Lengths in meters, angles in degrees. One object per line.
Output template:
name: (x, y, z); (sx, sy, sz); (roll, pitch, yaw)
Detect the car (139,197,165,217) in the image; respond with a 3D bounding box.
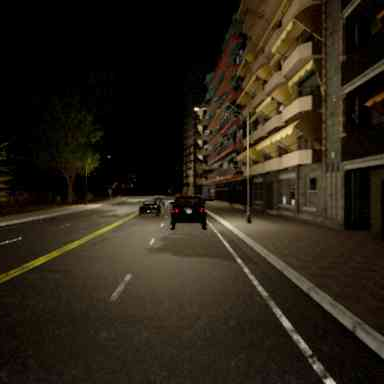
car: (-3.930, 1.480, 31.669); (2.128, 1.511, 4.902); (0, 0, -3)

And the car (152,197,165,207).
car: (-5.216, 1.530, 52.263); (2.033, 1.411, 5.357); (0, 0, -5)

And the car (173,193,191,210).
car: (-1.339, 1.202, 43.588); (2.150, 2.045, 5.566); (0, 0, -4)

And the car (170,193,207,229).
car: (-0.262, 1.210, 21.701); (2.150, 2.045, 5.566); (0, 0, -2)
